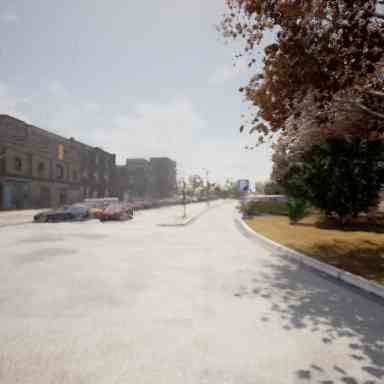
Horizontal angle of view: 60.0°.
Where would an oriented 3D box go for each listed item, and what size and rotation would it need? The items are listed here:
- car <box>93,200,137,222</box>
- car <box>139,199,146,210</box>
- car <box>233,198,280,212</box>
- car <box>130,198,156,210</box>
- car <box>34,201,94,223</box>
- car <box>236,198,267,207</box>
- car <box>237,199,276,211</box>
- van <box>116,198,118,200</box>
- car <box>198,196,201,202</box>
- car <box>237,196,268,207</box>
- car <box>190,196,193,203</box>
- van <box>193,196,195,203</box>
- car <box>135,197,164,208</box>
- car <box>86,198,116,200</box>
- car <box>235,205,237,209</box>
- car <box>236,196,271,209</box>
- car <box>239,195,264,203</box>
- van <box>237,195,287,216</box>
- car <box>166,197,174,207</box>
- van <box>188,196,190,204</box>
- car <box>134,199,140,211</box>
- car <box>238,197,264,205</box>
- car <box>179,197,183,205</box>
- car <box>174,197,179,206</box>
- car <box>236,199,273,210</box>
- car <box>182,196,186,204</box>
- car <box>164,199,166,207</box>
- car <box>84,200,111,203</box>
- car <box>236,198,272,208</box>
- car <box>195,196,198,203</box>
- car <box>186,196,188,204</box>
[{"bbox_3d":[-6.697,1.811,29.553,1.882,1.535,5.008,-1,0,5],"label":"car"},{"bbox_3d":[-9.454,2.121,47.972,4.674,1.452,2.002,-2,-1,-13],"label":"car"},{"bbox_3d":[7.986,1.624,41.413,5.366,1.575,1.946,0,0,-13],"label":"car"},{"bbox_3d":[-8.632,2.178,53.952,4.674,1.452,2.002,-2,-1,-12],"label":"car"},{"bbox_3d":[-11.653,1.937,30.023,4.792,1.488,2.163,-2,-1,-15],"label":"car"},{"bbox_3d":[10.586,1.784,59.061,5.008,1.535,2.097,0,-1,-11],"label":"car"},{"bbox_3d":[8.523,1.694,44.399,4.674,1.452,2.002,0,-1,-13],"label":"car"},{"bbox_3d":[-10.443,1.761,39.009,4.442,1.987,1.878,-2,-1,-14],"label":"van"},{"bbox_3d":[-1.229,2.247,95.516,5.566,2.045,2.435,-2,-1,-9],"label":"car"},{"bbox_3d":[10.174,1.633,56.135,4.553,1.767,2.185,0,0,-11],"label":"car"},{"bbox_3d":[-2.975,2.457,86.660,4.792,1.488,2.163,-2,-1,-9],"label":"car"},{"bbox_3d":[-2.258,2.221,89.649,4.442,1.987,1.878,-2,-1,-9],"label":"van"},{"bbox_3d":[-8.183,1.915,56.962,5.566,2.045,2.435,-2,-1,-12],"label":"car"},{"bbox_3d":[-10.910,1.835,35.968,4.553,1.767,2.185,-2,-1,-14],"label":"car"},{"bbox_3d":[7.458,1.445,35.570,4.553,1.767,2.185,0,-1,-14],"label":"car"},{"bbox_3d":[9.267,1.582,50.267,4.553,1.767,2.185,0,-1,-12],"label":"car"},{"bbox_3d":[14.785,1.722,82.424,5.566,2.045,2.435,-1,-1,-9],"label":"car"},{"bbox_3d":[7.069,1.316,32.602,4.442,1.987,1.878,0,0,-14],"label":"van"},{"bbox_3d":[-6.781,2.249,65.895,5.008,1.535,2.097,-2,-1,-11],"label":"car"},{"bbox_3d":[-3.419,2.173,83.737,4.442,1.987,1.878,-2,-1,-9],"label":"van"},{"bbox_3d":[-9.830,2.091,44.971,4.674,1.452,2.002,-2,-1,-13],"label":"car"},{"bbox_3d":[12.551,1.882,70.746,5.008,1.535,2.097,0,-1,-10],"label":"car"},{"bbox_3d":[-5.203,2.329,74.824,4.892,1.521,2.231,-2,-1,-10],"label":"car"},{"bbox_3d":[-5.734,2.176,71.852,4.553,1.767,2.185,-2,-1,-10],"label":"car"},{"bbox_3d":[8.900,1.721,47.336,4.674,1.452,2.002,0,-1,-12],"label":"car"},{"bbox_3d":[-4.672,2.354,77.795,5.008,1.535,2.097,-2,-1,-10],"label":"car"},{"bbox_3d":[-7.753,2.195,59.937,5.008,1.535,2.097,-2,-1,-12],"label":"car"},{"bbox_3d":[-11.005,1.920,33.015,5.366,1.575,1.946,-2,-1,-15],"label":"car"},{"bbox_3d":[9.894,1.729,53.243,5.366,1.575,1.946,0,-1,-12],"label":"car"},{"bbox_3d":[-1.782,2.474,92.574,5.008,1.535,2.097,-2,-1,-9],"label":"car"},{"bbox_3d":[-4.281,2.382,80.718,5.366,1.575,1.946,-2,-1,-9],"label":"car"}]
